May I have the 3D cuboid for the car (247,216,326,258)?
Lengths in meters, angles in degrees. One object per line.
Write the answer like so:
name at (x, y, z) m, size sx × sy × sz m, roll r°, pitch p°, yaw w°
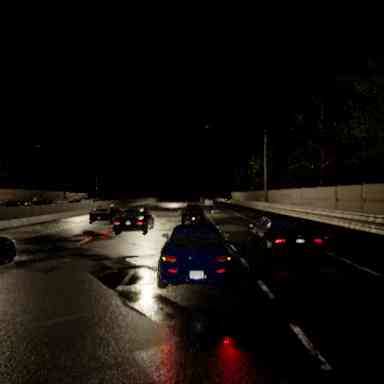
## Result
car at (3.501, 1.665, 13.300) m, size 2.033 × 1.411 × 5.357 m, roll 0°, pitch -1°, yaw 0°

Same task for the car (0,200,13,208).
car at (-28.025, 1.999, 51.907) m, size 1.812 × 1.442 × 4.674 m, roll 0°, pitch 0°, yaw 1°

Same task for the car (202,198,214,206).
car at (3.521, 2.161, 67.976) m, size 1.812 × 1.442 × 4.674 m, roll 0°, pitch -1°, yaw 0°

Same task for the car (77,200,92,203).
car at (-17.532, 1.991, 54.691) m, size 2.128 × 1.511 × 4.902 m, roll 0°, pitch 0°, yaw 1°

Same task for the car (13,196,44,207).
car at (-24.543, 1.686, 51.058) m, size 2.150 × 2.045 × 5.566 m, roll 0°, pitch -1°, yaw 1°

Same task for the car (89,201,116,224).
car at (-6.892, 1.734, 27.054) m, size 2.128 × 1.511 × 4.902 m, roll 0°, pitch -1°, yaw 0°

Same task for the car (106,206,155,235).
car at (-3.396, 1.728, 20.194) m, size 2.033 × 1.411 × 5.357 m, roll 0°, pitch 0°, yaw 0°

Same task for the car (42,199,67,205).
car at (-21.036, 2.074, 51.905) m, size 1.895 × 1.301 × 4.718 m, roll 0°, pitch -1°, yaw 1°

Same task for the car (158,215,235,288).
car at (0.102, 1.609, 9.352) m, size 1.812 × 1.442 × 4.674 m, roll 0°, pitch -1°, yaw 0°

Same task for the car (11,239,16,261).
car at (-6.898, 1.649, 9.467) m, size 1.994 × 1.385 × 4.181 m, roll 0°, pitch 0°, yaw 0°

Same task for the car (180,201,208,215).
car at (0.108, 1.748, 27.116) m, size 1.837 × 1.490 × 4.892 m, roll 0°, pitch -1°, yaw 0°

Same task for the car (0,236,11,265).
car at (-3.396, 1.235, 1.415) m, size 2.150 × 2.045 × 5.566 m, roll 0°, pitch -1°, yaw 0°
